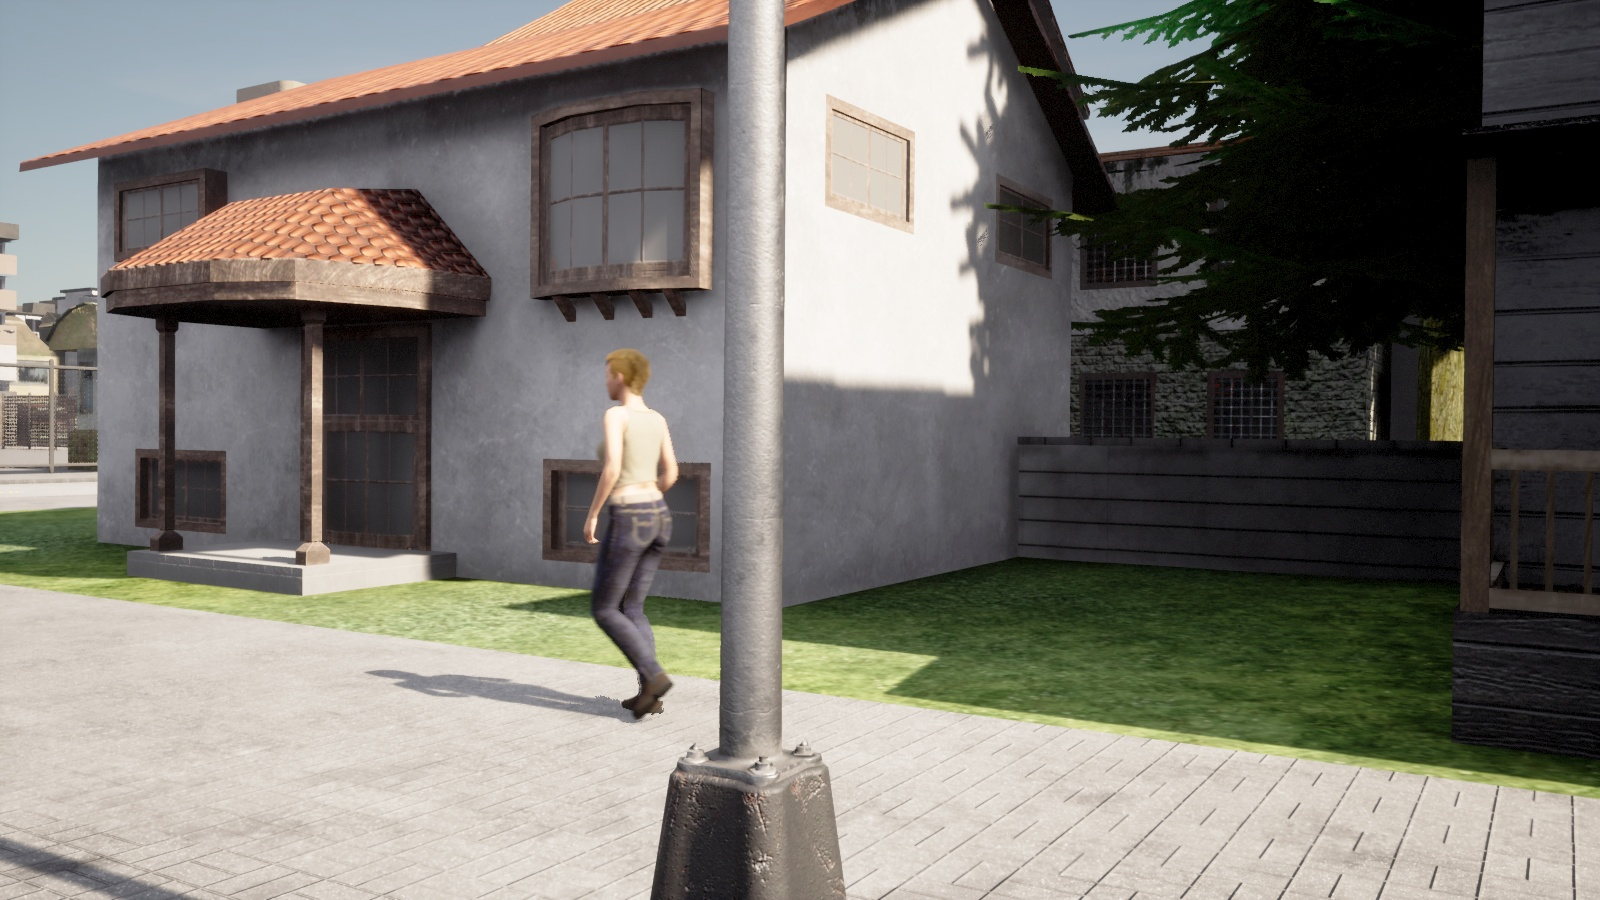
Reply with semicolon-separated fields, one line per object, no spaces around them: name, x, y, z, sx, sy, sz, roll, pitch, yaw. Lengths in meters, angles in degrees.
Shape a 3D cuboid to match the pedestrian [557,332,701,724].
pedestrian;-0.840;0.364;6.174;0.594;1.836;0.345;0;1;32
